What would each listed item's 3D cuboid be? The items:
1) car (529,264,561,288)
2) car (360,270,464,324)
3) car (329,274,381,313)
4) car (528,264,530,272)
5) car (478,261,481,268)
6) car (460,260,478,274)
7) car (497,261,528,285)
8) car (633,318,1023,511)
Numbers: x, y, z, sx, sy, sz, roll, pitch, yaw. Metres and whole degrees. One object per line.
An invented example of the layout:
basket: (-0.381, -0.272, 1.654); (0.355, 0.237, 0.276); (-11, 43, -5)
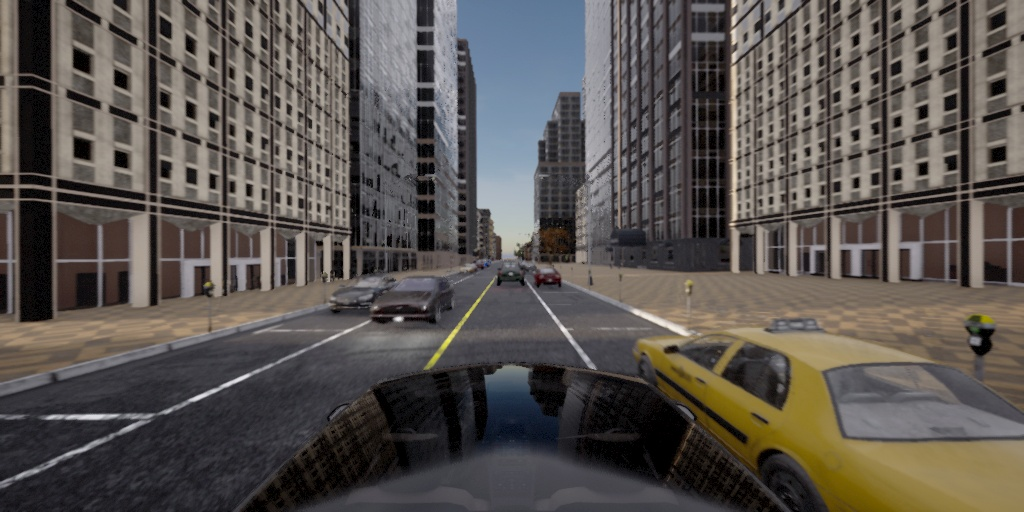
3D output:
car: (2.513, 1.488, 26.040); (1.888, 1.381, 4.507); (0, 0, 0)
car: (-3.171, 1.401, 12.661); (2.033, 1.411, 5.357); (0, 0, 0)
car: (-5.784, 1.431, 14.682); (2.007, 1.370, 4.403); (0, 0, 0)
car: (2.346, 1.678, 48.609); (2.007, 1.370, 4.403); (0, 0, 0)
car: (-6.076, 1.786, 54.169); (1.802, 1.307, 4.207); (0, 0, 0)
car: (-6.033, 1.684, 48.359); (1.751, 1.417, 4.829); (0, 0, 0)
car: (-0.102, 1.324, 28.392); (2.097, 1.767, 4.553); (0, -1, 0)
car: (2.679, 1.280, 3.640); (1.751, 1.417, 4.829); (0, 0, 0)
